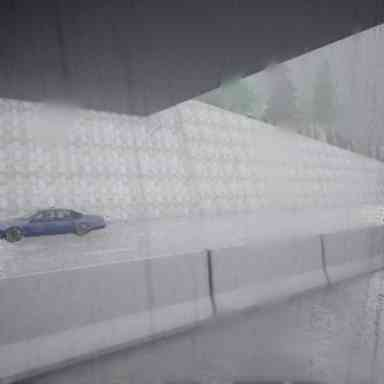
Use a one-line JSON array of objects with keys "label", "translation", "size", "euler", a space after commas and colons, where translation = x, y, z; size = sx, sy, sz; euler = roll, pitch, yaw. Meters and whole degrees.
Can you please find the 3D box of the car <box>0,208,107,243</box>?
[{"label": "car", "translation": [-6.959, 1.512, 16.224], "size": [5.357, 1.411, 2.033], "euler": [-1, 0, -35]}]
